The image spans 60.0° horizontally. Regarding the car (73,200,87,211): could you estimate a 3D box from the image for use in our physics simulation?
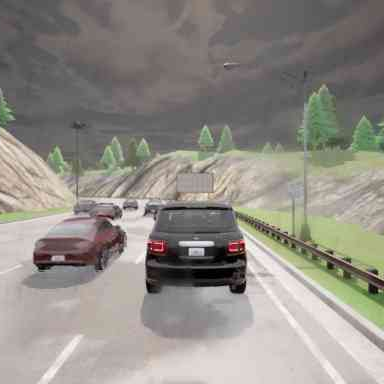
[{"bbox_3d":[-10.709,1.547,34.445,2.033,1.411,5.357,0,0,-3],"label":"car"}]

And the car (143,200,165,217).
[{"bbox_3d":[-3.596,1.525,32.309,1.812,1.442,4.674,0,0,-2],"label":"car"}]

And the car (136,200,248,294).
[{"bbox_3d":[0.092,1.221,8.958,2.150,2.045,5.566,0,0,0],"label":"car"}]

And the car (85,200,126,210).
[{"bbox_3d":[-6.952,1.562,27.153,1.994,1.385,4.181,0,0,-1],"label":"car"}]

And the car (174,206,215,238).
[{"bbox_3d":[0.117,1.557,18.173,1.994,1.385,4.181,0,0,0],"label":"car"}]

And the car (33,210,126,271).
[{"bbox_3d":[-3.407,1.526,10.768,1.812,1.442,4.674,0,0,0],"label":"car"}]

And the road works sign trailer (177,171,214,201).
[{"bbox_3d":[0.200,0.464,21.669,2.380,3.560,2.880,0,0,0],"label":"road works sign trailer"}]

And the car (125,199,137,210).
[{"bbox_3d":[-7.836,1.547,42.342,2.033,1.411,5.357,0,0,-8],"label":"car"}]
